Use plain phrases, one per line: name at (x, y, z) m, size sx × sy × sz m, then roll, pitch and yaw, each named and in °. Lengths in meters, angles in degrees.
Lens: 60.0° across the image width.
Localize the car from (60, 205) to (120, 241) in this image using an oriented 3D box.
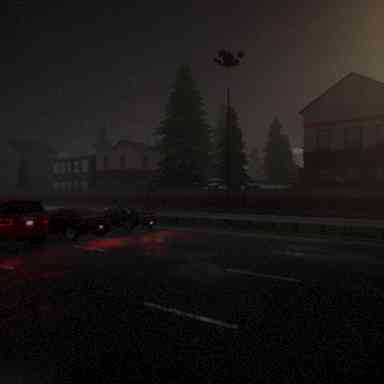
car at (-6.236, 1.482, 16.916) m, size 5.008 × 1.535 × 1.882 m, roll 0°, pitch 0°, yaw 36°

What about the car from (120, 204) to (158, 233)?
car at (-4.204, 1.492, 19.765) m, size 4.902 × 1.511 × 2.128 m, roll 0°, pitch 0°, yaw 36°

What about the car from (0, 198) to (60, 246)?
car at (-8.293, 1.255, 14.084) m, size 5.566 × 2.045 × 2.150 m, roll 0°, pitch 0°, yaw 36°

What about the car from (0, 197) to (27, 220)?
car at (-16.391, 1.364, 28.458) m, size 4.553 × 1.767 × 2.097 m, roll 0°, pitch 0°, yaw 36°
